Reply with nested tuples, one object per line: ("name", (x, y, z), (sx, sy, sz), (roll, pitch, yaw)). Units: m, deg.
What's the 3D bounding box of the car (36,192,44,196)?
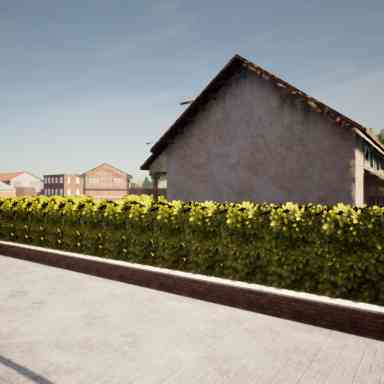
("car", (-31.328, 0.973, 68.439), (3.866, 1.878, 1.905), (0, 0, 35))
